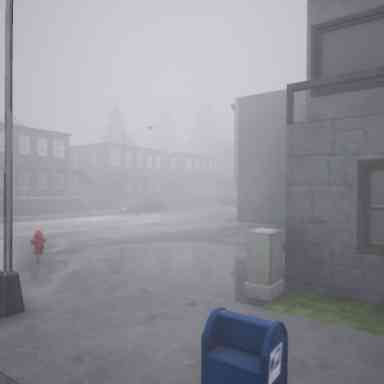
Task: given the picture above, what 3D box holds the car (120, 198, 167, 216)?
[{"bbox_3d":[-4.323,1.274,30.011,2.128,1.511,4.902,1,0,36],"label":"car"}]
